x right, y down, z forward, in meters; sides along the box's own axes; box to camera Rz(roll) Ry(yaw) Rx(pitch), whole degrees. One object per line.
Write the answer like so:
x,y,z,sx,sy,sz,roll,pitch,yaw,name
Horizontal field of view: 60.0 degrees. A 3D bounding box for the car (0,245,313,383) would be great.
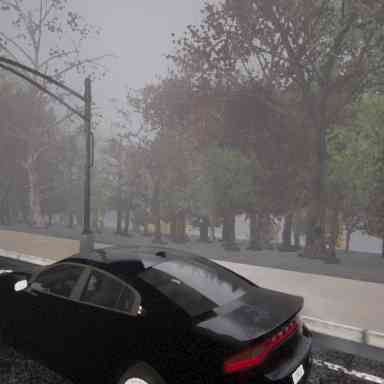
-1.034,1.477,4.477,5.008,1.535,1.882,0,0,36,car
